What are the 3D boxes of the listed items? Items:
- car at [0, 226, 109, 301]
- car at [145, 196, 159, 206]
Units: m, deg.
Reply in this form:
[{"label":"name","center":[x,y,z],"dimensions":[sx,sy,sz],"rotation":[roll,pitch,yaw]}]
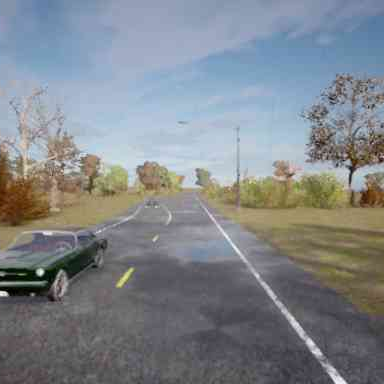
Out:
[{"label":"car","center":[-3.606,1.601,8.452],"dimensions":[1.895,1.301,4.718],"rotation":[0,0,0]},{"label":"car","center":[-6.233,1.454,52.245],"dimensions":[1.837,1.490,4.892],"rotation":[0,0,-6]}]
